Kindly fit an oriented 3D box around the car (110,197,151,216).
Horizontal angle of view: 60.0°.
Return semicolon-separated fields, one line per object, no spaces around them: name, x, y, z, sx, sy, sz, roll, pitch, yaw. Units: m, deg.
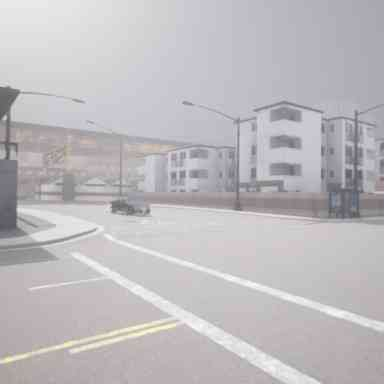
car;-5.561;1.268;29.795;2.128;1.511;4.902;1;1;-41
